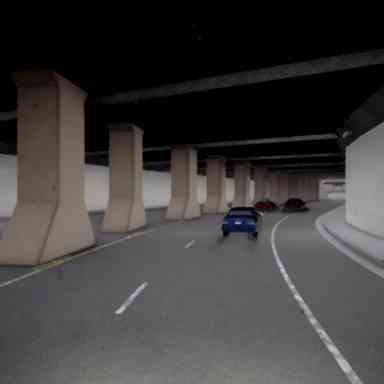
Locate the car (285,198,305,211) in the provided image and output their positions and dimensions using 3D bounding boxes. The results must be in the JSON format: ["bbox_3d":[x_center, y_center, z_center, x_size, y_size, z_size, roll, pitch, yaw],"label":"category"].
[{"bbox_3d":[13.111,1.496,42.220,1.882,1.535,5.008,0,0,28],"label":"car"}]

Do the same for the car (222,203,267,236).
[{"bbox_3d":[2.915,1.555,18.645,2.033,1.411,5.357,0,0,15],"label":"car"}]

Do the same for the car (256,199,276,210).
[{"bbox_3d":[9.438,1.582,42.736,1.994,1.385,4.181,0,0,28],"label":"car"}]
